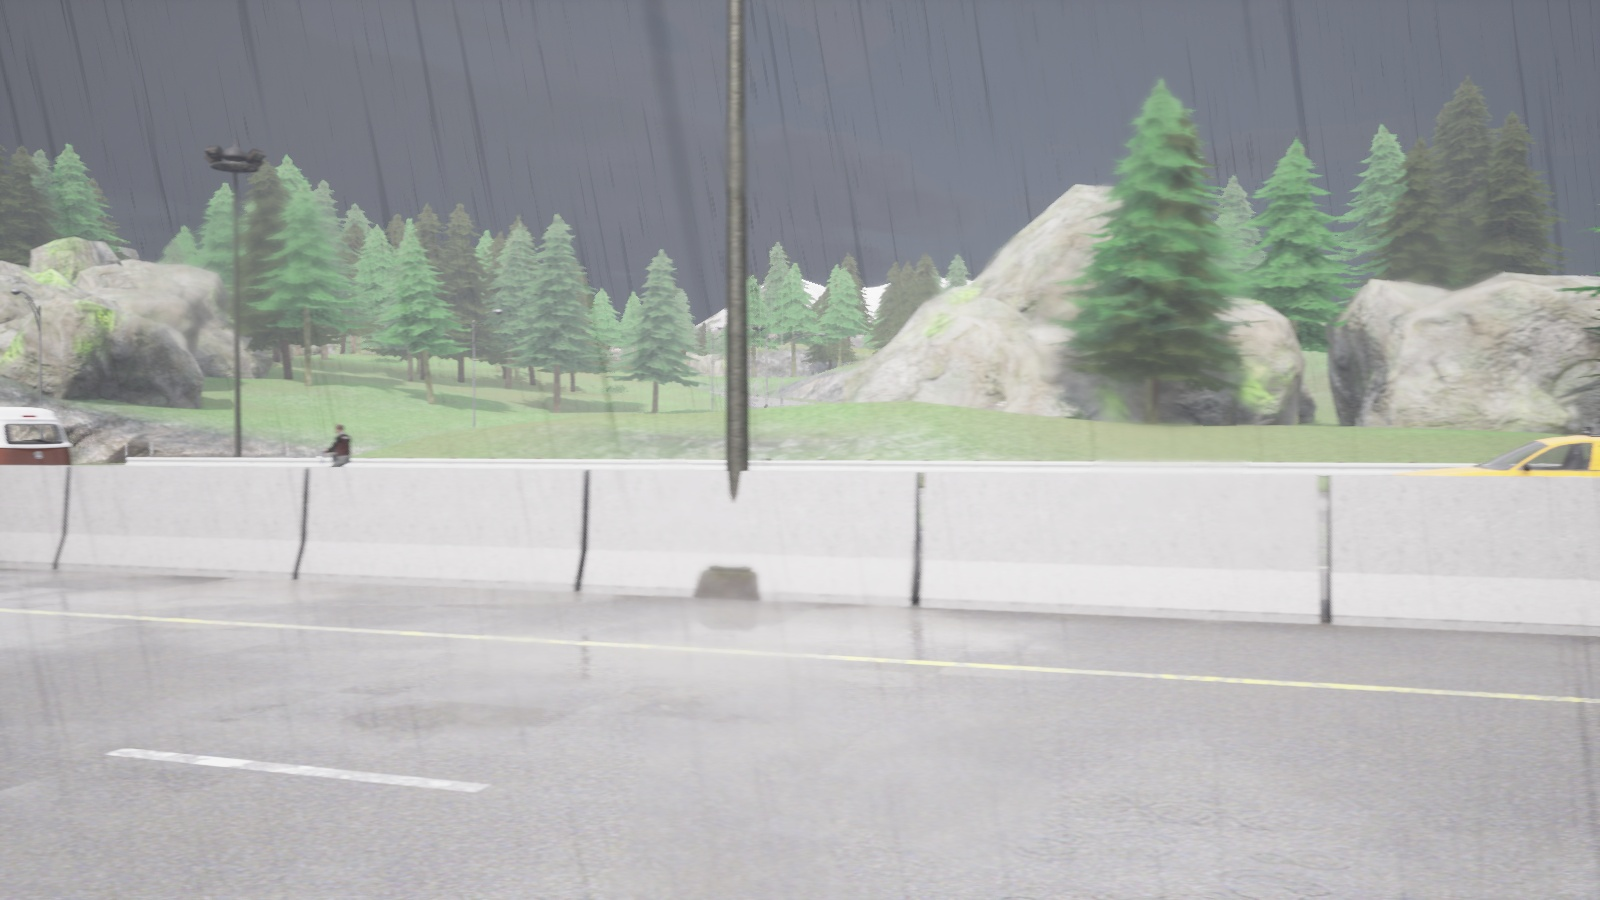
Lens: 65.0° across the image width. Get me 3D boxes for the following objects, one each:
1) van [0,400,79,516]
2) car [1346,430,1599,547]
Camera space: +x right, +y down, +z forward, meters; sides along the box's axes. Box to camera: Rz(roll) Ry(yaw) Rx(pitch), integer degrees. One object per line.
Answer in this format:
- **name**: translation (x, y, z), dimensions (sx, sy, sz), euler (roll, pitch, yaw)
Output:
- **van**: translation (-16.008, 0.113, 23.345), dimensions (4.480, 2.038, 2.069), euler (1, 1, 19)
- **car**: translation (10.831, 0.518, 18.010), dimensions (5.366, 1.575, 1.801), euler (1, 1, 19)
